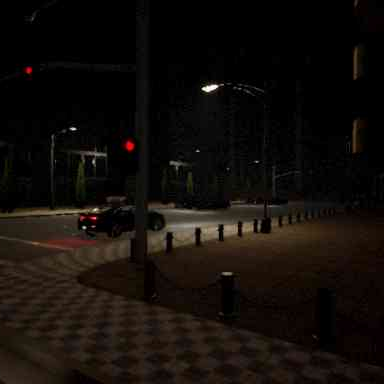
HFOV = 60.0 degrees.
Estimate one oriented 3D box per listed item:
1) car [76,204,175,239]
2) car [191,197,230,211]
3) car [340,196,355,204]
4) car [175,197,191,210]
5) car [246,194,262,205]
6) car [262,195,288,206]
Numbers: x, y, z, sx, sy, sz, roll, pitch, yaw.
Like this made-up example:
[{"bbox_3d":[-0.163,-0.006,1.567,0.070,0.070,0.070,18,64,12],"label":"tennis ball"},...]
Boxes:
[{"bbox_3d":[-3.325,1.340,16.561,2.128,1.511,4.902,1,0,35],"label":"car"},{"bbox_3d":[2.395,1.272,36.785,1.882,1.535,5.008,1,0,36],"label":"car"},{"bbox_3d":[28.751,1.452,61.441,1.895,1.301,4.718,1,0,35],"label":"car"},{"bbox_3d":[-0.134,1.293,39.246,1.812,1.442,4.674,1,0,35],"label":"car"},{"bbox_3d":[10.445,1.173,53.844,2.097,1.767,4.553,1,0,36],"label":"car"},{"bbox_3d":[13.270,1.409,51.780,2.033,1.411,5.357,1,0,36],"label":"car"}]
